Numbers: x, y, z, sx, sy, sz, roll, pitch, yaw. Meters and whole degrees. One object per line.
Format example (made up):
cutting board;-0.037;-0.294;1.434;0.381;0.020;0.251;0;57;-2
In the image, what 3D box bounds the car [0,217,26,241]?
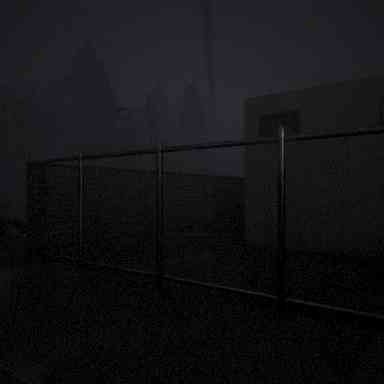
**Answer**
car;-9.828;1.505;14.659;1.837;1.490;4.892;0;0;35
